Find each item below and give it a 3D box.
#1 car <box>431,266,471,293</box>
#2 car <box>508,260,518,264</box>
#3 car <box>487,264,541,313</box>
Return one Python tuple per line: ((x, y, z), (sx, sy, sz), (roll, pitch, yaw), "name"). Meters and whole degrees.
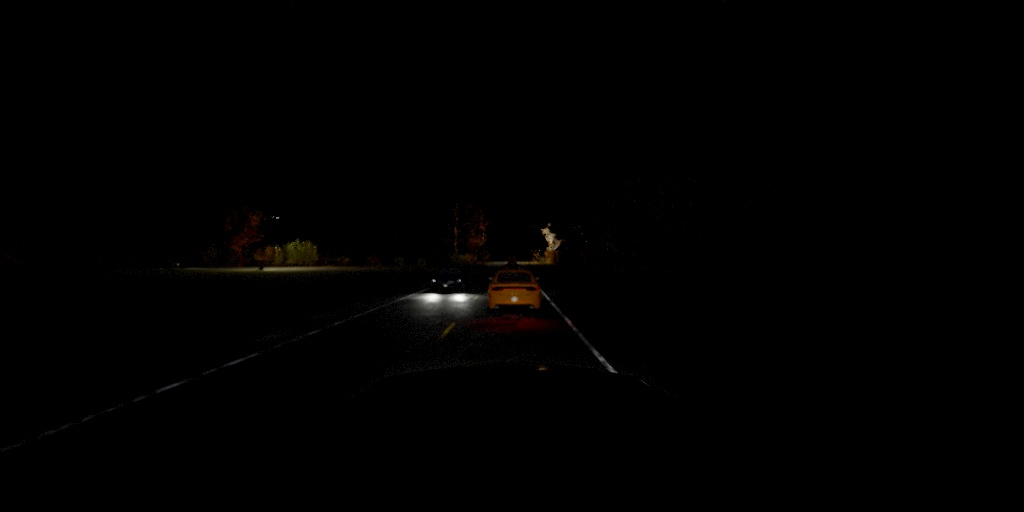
((-3.596, 1.343, 21.747), (1.812, 1.442, 4.674), (0, 0, 0), "car")
((0.091, 1.431, 40.350), (1.994, 1.385, 4.181), (0, 0, 0), "car")
((0.085, 1.271, 14.264), (1.882, 1.535, 5.008), (0, 0, 0), "car")
